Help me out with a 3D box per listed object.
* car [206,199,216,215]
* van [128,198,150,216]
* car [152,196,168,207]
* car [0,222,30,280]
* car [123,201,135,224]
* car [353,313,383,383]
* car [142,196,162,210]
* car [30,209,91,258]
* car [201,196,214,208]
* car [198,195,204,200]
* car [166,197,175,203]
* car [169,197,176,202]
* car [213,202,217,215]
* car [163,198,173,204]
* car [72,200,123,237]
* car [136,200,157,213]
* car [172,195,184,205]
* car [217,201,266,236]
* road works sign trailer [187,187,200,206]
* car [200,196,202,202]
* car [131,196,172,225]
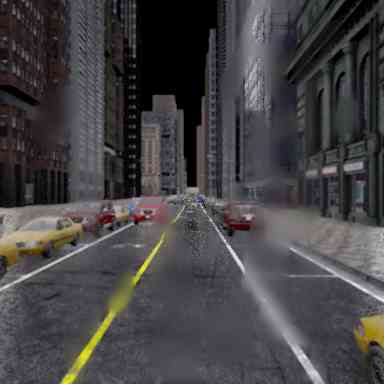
[{"bbox_3d":[2.886,1.732,35.765,2.008,1.369,4.403,0,0,0],"label":"car"},{"bbox_3d":[-5.640,1.519,35.791,1.690,1.788,3.998,0,0,0],"label":"van"},{"bbox_3d":[-5.559,1.619,58.353,2.192,1.841,5.009,0,0,0],"label":"car"},{"bbox_3d":[-5.742,1.559,7.416,1.752,1.417,4.829,0,0,0],"label":"car"},{"bbox_3d":[-5.681,1.643,24.338,1.752,1.417,4.829,0,0,0],"label":"car"},{"bbox_3d":[2.764,1.537,2.093,1.752,1.417,4.829,0,0,0],"label":"car"},{"bbox_3d":[-5.600,1.555,47.072,2.192,1.841,5.009,0,0,0],"label":"car"},{"bbox_3d":[-5.721,1.587,13.057,1.752,1.417,4.829,0,0,0],"label":"car"},{"bbox_3d":[2.946,1.715,52.686,1.967,1.590,4.097,0,0,0],"label":"car"},{"bbox_3d":[3.048,1.980,80.888,1.887,1.381,4.507,0,0,0],"label":"car"},{"bbox_3d":[-5.457,2.015,86.555,2.008,1.369,4.403,0,0,0],"label":"car"},{"bbox_3d":[-5.437,2.020,92.026,1.752,1.417,4.829,0,0,0],"label":"car"},{"bbox_3d":[2.845,1.673,24.484,2.008,1.369,4.403,0,0,0],"label":"car"},{"bbox_3d":[-5.497,1.966,75.274,1.947,1.339,4.313,0,0,0],"label":"car"},{"bbox_3d":[-5.701,1.405,18.869,2.192,1.841,5.009,0,0,0],"label":"car"},{"bbox_3d":[-5.619,1.759,41.430,2.008,1.369,4.403,0,0,0],"label":"car"},{"bbox_3d":[-2.765,1.893,66.810,2.033,1.411,5.357,0,0,0],"label":"car"},{"bbox_3d":[2.824,1.408,18.845,2.192,1.841,5.009,0,0,0],"label":"car"},{"bbox_3d":[0.216,0.785,61.371,2.380,3.560,2.880,0,0,0],"label":"road works sign trailer"},{"bbox_3d":[2.987,1.905,63.967,1.947,1.339,4.313,0,0,0],"label":"car"},{"bbox_3d":[-3.012,1.346,25.513,2.150,2.045,5.566,0,0,0],"label":"car"}]
